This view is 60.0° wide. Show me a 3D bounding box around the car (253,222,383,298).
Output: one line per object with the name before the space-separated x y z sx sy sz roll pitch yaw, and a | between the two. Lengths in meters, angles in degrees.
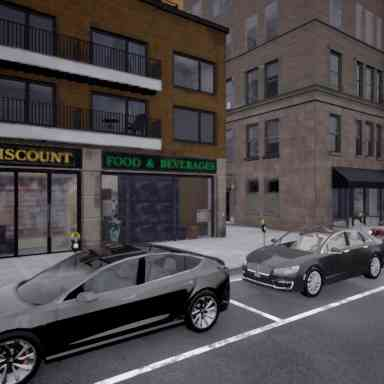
car | 3.191 1.551 8.430 4.403 1.369 2.008 0 0 -35

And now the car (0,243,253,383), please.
car | -1.317 1.566 5.247 4.313 1.339 1.947 0 0 -35
